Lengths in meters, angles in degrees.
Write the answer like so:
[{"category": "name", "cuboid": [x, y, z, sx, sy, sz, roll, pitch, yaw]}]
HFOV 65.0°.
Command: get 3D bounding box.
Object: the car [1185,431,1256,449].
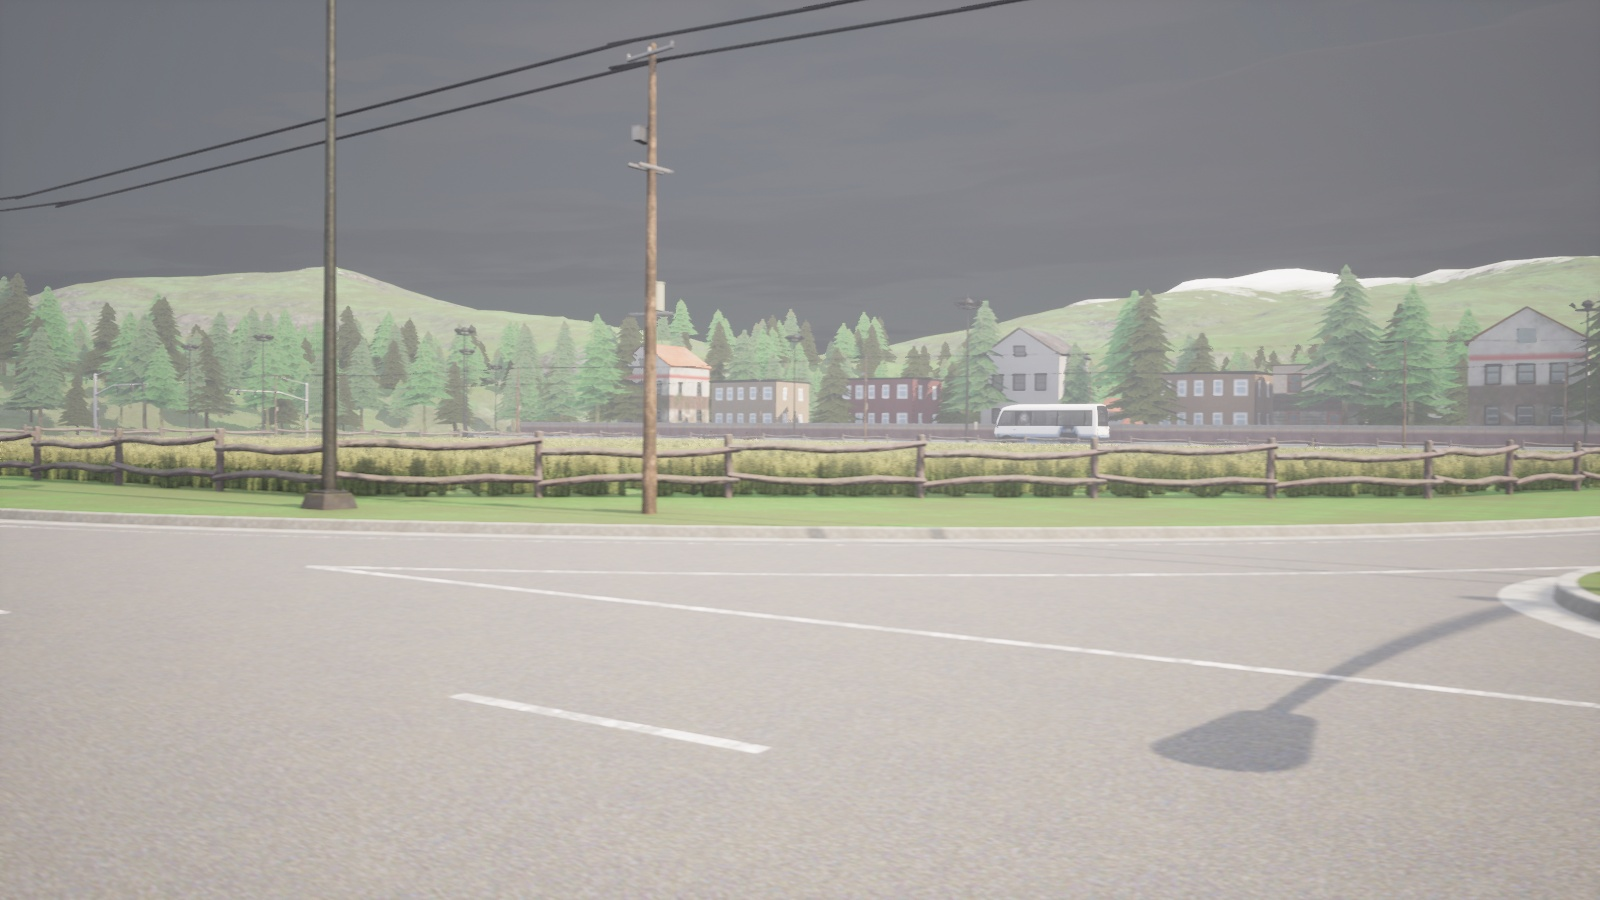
[{"category": "car", "cuboid": [31.535, -0.740, 94.271, 4.718, 1.301, 1.895, 0, 1, 34]}]
